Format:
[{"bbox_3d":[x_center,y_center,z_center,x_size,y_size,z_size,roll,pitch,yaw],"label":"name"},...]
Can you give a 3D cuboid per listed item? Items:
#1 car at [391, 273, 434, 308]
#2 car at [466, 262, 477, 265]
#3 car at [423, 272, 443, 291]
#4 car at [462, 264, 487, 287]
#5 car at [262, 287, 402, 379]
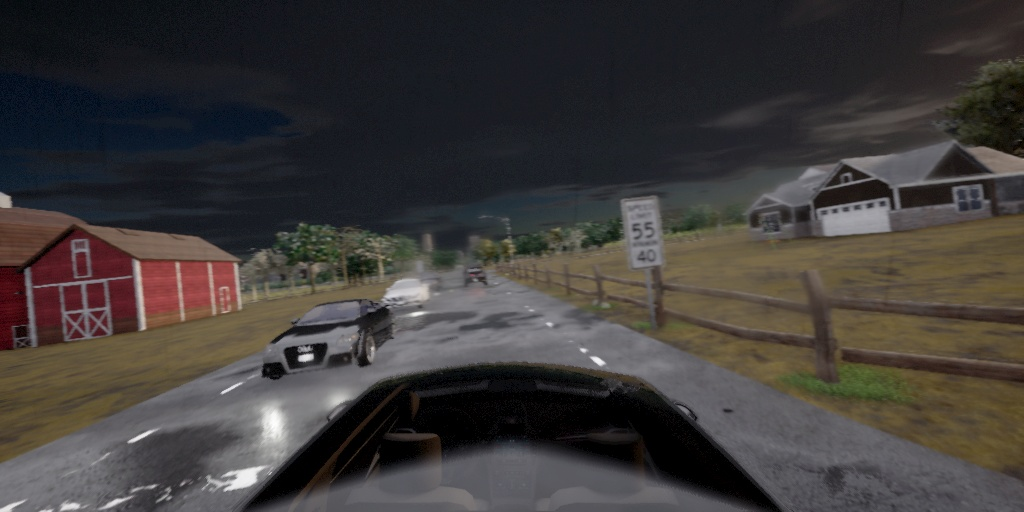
[{"bbox_3d":[-5.443,1.938,18.876,1.812,1.442,4.674,-6,0,-7],"label":"car"},{"bbox_3d":[-5.909,1.921,52.983,2.150,2.045,5.566,-6,0,-7],"label":"car"},{"bbox_3d":[-6.647,2.087,28.862,2.128,1.511,4.902,-6,0,-7],"label":"car"},{"bbox_3d":[-3.172,1.719,30.670,1.837,1.490,4.892,-6,0,-7],"label":"car"},{"bbox_3d":[-4.228,1.808,8.901,1.994,1.385,4.181,-6,0,-7],"label":"car"}]
